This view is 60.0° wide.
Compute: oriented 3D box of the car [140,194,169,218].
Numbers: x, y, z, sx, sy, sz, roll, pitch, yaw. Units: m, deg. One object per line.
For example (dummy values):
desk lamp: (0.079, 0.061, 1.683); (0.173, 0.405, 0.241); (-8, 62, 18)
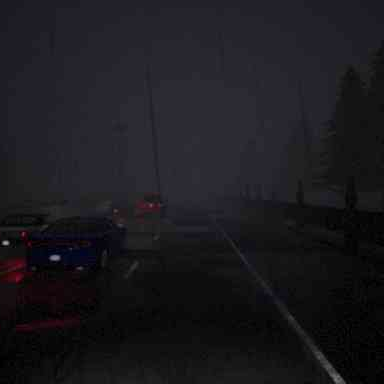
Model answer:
car: (-3.396, 1.230, 30.421); (2.150, 2.045, 5.566); (0, 0, 0)

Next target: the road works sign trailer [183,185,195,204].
road works sign trailer: (-0.685, 0.483, 66.337); (2.380, 3.560, 2.880); (0, 0, -10)

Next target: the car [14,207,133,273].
car: (-3.398, 1.481, 10.725); (1.882, 1.535, 5.008); (0, 0, 0)

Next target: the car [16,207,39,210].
car: (-21.067, 1.614, 42.798); (1.895, 1.301, 4.718); (0, 0, 0)

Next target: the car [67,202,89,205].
car: (-14.082, 1.538, 43.038); (1.812, 1.442, 4.674); (0, 0, 0)

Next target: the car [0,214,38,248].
car: (-6.898, 1.605, 14.610); (1.895, 1.301, 4.718); (0, 0, 0)

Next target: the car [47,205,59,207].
car: (-17.570, 1.578, 44.063); (1.994, 1.385, 4.181); (0, 0, 0)

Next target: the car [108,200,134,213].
car: (-6.909, 1.535, 32.376); (1.812, 1.442, 4.674); (0, 0, 0)
